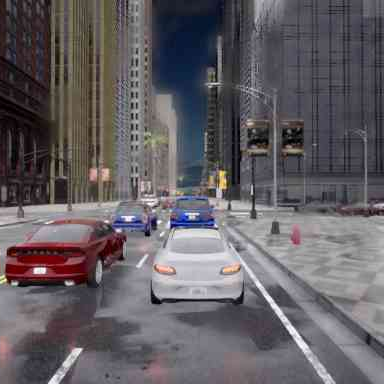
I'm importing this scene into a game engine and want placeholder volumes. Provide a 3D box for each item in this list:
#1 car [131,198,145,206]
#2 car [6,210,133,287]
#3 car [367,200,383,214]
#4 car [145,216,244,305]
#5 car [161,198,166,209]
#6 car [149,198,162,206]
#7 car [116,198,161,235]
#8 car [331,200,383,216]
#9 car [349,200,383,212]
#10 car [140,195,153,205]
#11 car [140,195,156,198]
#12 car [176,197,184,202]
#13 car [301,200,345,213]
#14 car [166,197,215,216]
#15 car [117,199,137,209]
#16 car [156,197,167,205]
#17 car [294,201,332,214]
[{"bbox_3d":[-9.798,1.827,60.765,1.812,1.442,4.674,0,0,1],"label":"car"},{"bbox_3d":[-3.149,1.489,9.373,1.882,1.535,5.008,0,0,0],"label":"car"},{"bbox_3d":[21.763,1.568,35.968,4.674,1.442,1.812,0,-1,-1],"label":"car"},{"bbox_3d":[0.102,1.534,8.003,1.812,1.442,4.674,0,0,0],"label":"car"},{"bbox_3d":[-3.182,1.739,48.337,1.812,1.442,4.674,0,0,1],"label":"car"},{"bbox_3d":[-6.550,1.805,60.610,1.837,1.490,4.892,0,0,1],"label":"car"},{"bbox_3d":[-3.144,1.391,18.600,2.097,1.767,4.553,0,0,0],"label":"car"},{"bbox_3d":[15.325,1.577,30.101,4.206,1.307,1.802,0,0,-1],"label":"car"},{"bbox_3d":[20.837,1.643,38.710,4.313,1.339,1.947,0,0,-1],"label":"car"},{"bbox_3d":[-9.726,1.609,71.339,2.150,2.045,5.566,0,0,0],"label":"car"},{"bbox_3d":[-6.582,1.452,50.898,2.150,2.045,5.566,0,0,0],"label":"car"},{"bbox_3d":[-3.219,2.096,90.474,1.994,1.385,4.181,0,0,0],"label":"car"},{"bbox_3d":[15.197,1.662,38.624,4.313,1.339,1.947,0,0,-1],"label":"car"},{"bbox_3d":[0.032,1.257,17.705,2.150,2.045,5.566,0,0,1],"label":"car"},{"bbox_3d":[-9.830,1.778,50.855,2.033,1.411,5.357,0,0,0],"label":"car"},{"bbox_3d":[-6.476,1.902,70.568,1.812,1.442,4.674,0,0,0],"label":"car"},{"bbox_3d":[13.210,1.635,35.840,4.181,1.385,1.994,0,-1,-1],"label":"car"}]
